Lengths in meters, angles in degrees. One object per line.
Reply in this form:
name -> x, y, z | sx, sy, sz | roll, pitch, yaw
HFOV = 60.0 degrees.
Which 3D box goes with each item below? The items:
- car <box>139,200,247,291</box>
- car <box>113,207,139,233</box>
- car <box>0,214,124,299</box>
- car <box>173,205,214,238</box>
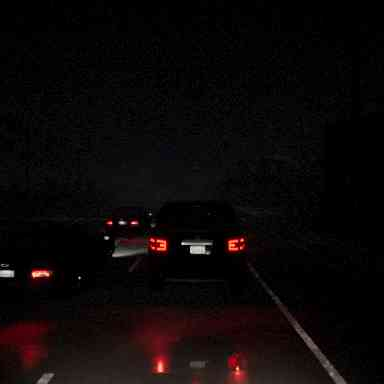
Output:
car -> 0.094, 1.221, 9.149 | 2.150, 2.045, 5.566 | 0, 0, 0
car -> -3.413, 1.547, 18.680 | 2.033, 1.411, 5.357 | 0, 0, 0
car -> -3.411, 1.547, 8.608 | 2.033, 1.411, 5.357 | 0, 0, 0
car -> 0.090, 1.547, 19.080 | 2.033, 1.411, 5.357 | 0, 0, 0
